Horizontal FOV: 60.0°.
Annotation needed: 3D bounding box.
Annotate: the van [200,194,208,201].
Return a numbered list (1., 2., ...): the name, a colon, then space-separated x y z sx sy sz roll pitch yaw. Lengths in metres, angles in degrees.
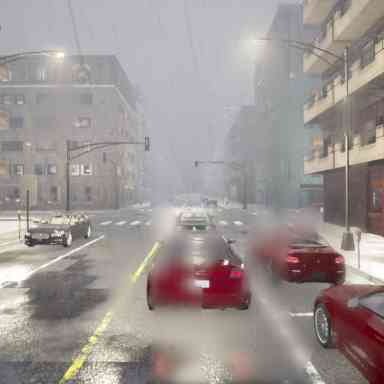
1. van: 3.112 1.349 86.777 1.690 1.788 3.998 1 0 0

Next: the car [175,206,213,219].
1. car: 0.107 1.604 16.597 1.895 1.301 4.718 0 0 0

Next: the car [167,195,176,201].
1. car: -5.271 1.554 86.858 1.887 1.381 4.507 1 0 0

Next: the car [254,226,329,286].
1. car: 2.670 1.584 9.057 1.802 1.307 4.206 1 0 0

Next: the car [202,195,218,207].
1. car: 2.978 1.558 51.179 2.008 1.369 4.403 1 0 0

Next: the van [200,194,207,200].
1. van: 3.150 1.349 92.448 1.690 1.788 3.998 1 0 0

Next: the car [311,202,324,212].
1. car: 15.558 1.518 36.948 4.507 1.381 1.887 0 -1 1

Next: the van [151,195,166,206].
1. van: -5.570 1.349 52.843 1.690 1.788 3.998 1 0 0

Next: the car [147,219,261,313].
1. car: 0.108 1.566 7.779 1.994 1.385 4.181 0 0 -1

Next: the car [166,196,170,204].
1. car: -5.460 1.574 58.506 1.947 1.339 4.313 1 0 0

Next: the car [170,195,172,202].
1. car: -5.421 1.448 64.176 1.967 1.590 4.097 1 0 0

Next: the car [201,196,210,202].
1. car: 3.033 1.590 75.437 1.802 1.307 4.206 1 0 0

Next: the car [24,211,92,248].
1. car: -5.766 1.554 14.798 2.008 1.369 4.403 1 0 0

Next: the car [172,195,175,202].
1. car: -5.347 1.575 75.518 1.947 1.339 4.313 1 0 0

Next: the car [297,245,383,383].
1. car: 2.669 1.583 3.386 1.802 1.307 4.206 1 0 0

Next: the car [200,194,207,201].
1. car: 2.995 1.558 69.767 2.008 1.369 4.403 1 0 0
